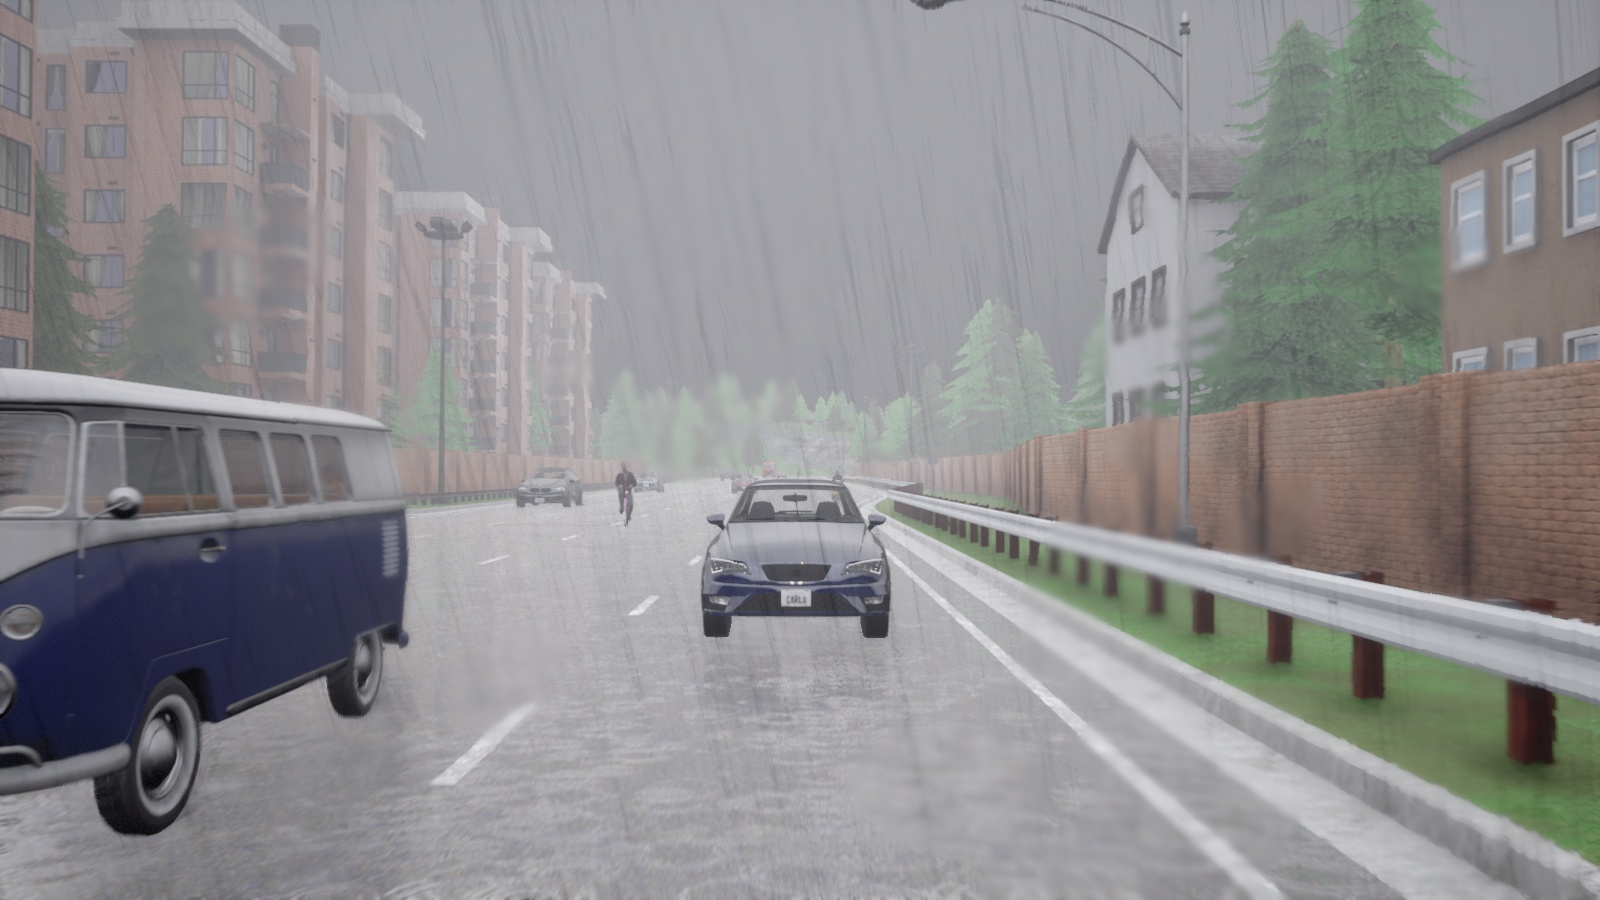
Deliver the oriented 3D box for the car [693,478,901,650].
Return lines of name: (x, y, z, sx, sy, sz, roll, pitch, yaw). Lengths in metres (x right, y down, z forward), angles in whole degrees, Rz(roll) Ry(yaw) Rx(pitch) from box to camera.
car: (-0.032, 1.048, 13.123, 1.816, 1.474, 4.193, 0, -1, 0)

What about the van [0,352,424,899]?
van: (-3.517, 0.692, 6.582, 1.775, 1.987, 4.442, 0, -1, 0)

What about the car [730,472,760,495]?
car: (-3.705, 2.259, 84.553, 1.845, 1.501, 3.633, 0, -1, 0)

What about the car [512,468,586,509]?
car: (-10.630, 1.597, 53.519, 2.242, 1.667, 4.611, 0, -1, 0)

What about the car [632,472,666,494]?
car: (-10.716, 2.316, 89.190, 1.970, 1.475, 3.806, 0, -1, 0)
